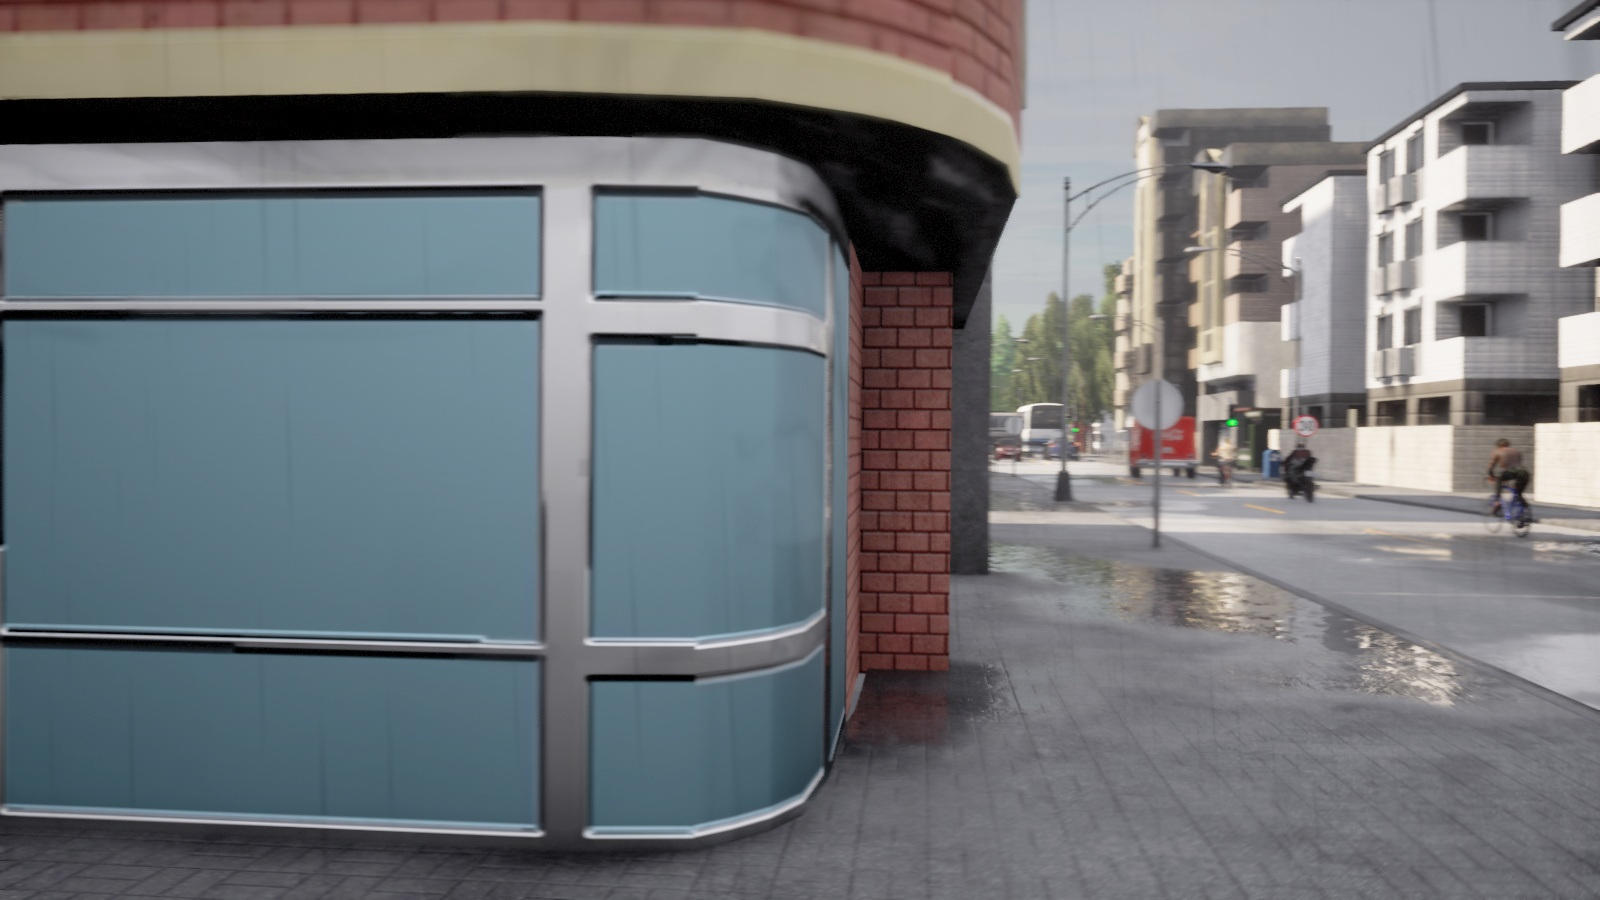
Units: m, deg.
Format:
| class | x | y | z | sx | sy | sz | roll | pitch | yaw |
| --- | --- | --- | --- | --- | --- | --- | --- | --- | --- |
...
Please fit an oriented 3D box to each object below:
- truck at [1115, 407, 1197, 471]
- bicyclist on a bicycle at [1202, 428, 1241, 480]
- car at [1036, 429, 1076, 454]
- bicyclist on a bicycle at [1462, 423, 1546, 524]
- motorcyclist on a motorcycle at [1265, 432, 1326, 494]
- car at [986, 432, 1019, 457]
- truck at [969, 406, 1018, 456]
| class | x | y | z | sx | sy | sz | roll | pitch | yaw |
| --- | --- | --- | --- | --- | --- | --- | --- | --- | --- |
| truck | 14.637 | -0.446 | 51.944 | 2.627 | 2.467 | 5.204 | -1 | 1 | 9 |
| bicyclist on a bicycle | 13.438 | 0.124 | 40.079 | 0.866 | 1.612 | 1.509 | -1 | 1 | 6 |
| car | 17.693 | -0.608 | 87.127 | 2.152 | 1.651 | 5.027 | -1 | 1 | 5 |
| bicyclist on a bicycle | 11.692 | 0.375 | 20.909 | 0.582 | 1.620 | 1.656 | -1 | 0 | 5 |
| motorcyclist on a motorcycle | 12.736 | 0.317 | 32.334 | 0.866 | 1.530 | 2.191 | -1 | 1 | 5 |
| car | 13.259 | -0.381 | 82.408 | 1.851 | 1.617 | 3.988 | -1 | 1 | 5 |
| truck | 14.177 | -1.384 | 92.474 | 2.891 | 3.462 | 7.936 | -1 | 1 | 4 |
